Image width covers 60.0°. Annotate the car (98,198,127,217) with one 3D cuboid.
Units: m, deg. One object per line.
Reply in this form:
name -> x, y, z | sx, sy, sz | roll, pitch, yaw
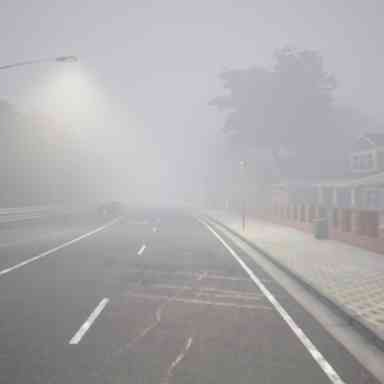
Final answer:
car -> -8.407, 1.722, 34.969 | 1.837, 1.490, 4.892 | -2, 0, 3
